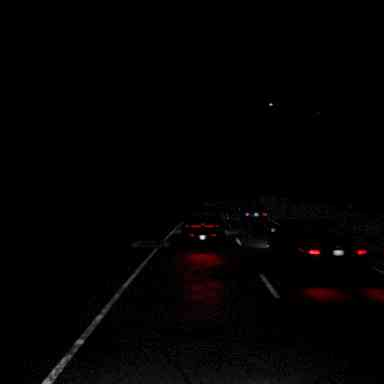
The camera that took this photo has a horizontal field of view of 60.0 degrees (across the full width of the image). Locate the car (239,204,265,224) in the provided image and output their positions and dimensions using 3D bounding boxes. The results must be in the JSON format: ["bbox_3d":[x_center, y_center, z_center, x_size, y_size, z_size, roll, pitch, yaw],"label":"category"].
[{"bbox_3d":[4.679,1.620,25.634,2.033,1.411,5.357,0,0,5],"label":"car"}]

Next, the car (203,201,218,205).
[{"bbox_3d":[1.738,1.612,31.702,1.812,1.442,4.674,0,0,6],"label":"car"}]

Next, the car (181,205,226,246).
[{"bbox_3d":[0.552,1.564,15.743,1.837,1.490,4.892,0,0,3],"label":"car"}]

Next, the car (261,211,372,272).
[{"bbox_3d":[3.816,1.591,10.922,2.033,1.411,5.357,0,0,3],"label":"car"}]
